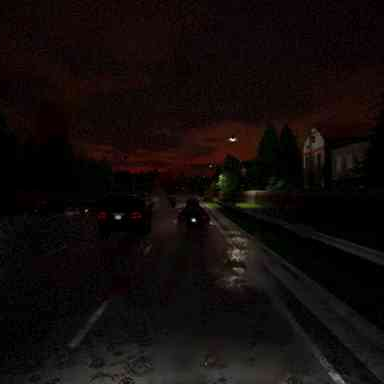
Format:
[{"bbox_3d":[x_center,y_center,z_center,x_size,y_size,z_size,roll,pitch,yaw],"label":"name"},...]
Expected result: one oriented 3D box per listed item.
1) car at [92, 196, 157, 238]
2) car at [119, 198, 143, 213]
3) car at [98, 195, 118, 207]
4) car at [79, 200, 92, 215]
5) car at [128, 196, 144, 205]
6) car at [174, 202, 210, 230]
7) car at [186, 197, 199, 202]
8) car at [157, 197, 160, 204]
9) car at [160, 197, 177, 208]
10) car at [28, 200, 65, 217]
[{"bbox_3d":[-3.398,1.250,17.986,2.150,2.045,5.566,0,0,0],"label":"car"},{"bbox_3d":[-6.898,1.536,38.234,1.882,1.535,5.008,0,0,0],"label":"car"},{"bbox_3d":[-13.895,1.436,55.259,2.097,1.767,4.553,0,0,0],"label":"car"},{"bbox_3d":[-10.399,1.560,35.155,1.837,1.490,4.892,0,0,0],"label":"car"},{"bbox_3d":[-10.397,1.586,61.703,2.128,1.511,4.902,0,0,0],"label":"car"},{"bbox_3d":[0.098,1.597,21.244,1.994,1.385,4.181,0,0,0],"label":"car"},{"bbox_3d":[0.102,1.557,52.620,1.882,1.535,5.008,0,0,0],"label":"car"},{"bbox_3d":[-6.900,1.623,64.059,1.812,1.442,4.674,0,0,0],"label":"car"},{"bbox_3d":[-3.398,1.583,50.454,1.837,1.490,4.892,0,0,0],"label":"car"},{"bbox_3d":[-13.900,1.527,32.147,1.882,1.535,5.008,0,0,0],"label":"car"}]
